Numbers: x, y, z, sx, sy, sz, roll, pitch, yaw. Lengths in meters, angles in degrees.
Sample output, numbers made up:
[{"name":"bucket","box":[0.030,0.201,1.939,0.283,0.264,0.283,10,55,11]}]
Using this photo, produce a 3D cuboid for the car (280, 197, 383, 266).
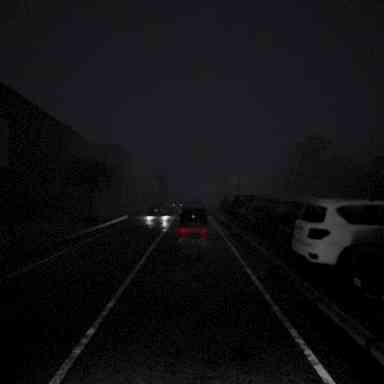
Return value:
[{"name":"car","box":[5.638,1.223,9.240,5.566,2.045,2.435,0,0,0]}]

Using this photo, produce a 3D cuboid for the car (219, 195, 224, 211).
[{"name":"car","box":[5.626,1.288,34.469,5.566,2.045,2.435,0,0,0]}]

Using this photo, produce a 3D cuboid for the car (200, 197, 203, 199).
[{"name":"car","box":[0.101,1.635,41.746,1.837,1.490,4.892,0,-1,0]}]

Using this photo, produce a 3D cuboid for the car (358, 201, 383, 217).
[{"name":"car","box":[18.678,1.564,31.668,4.674,1.452,2.002,0,0,0]}]

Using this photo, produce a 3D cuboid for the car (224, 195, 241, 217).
[{"name":"car","box":[5.623,1.251,26.059,5.566,2.045,2.435,0,0,0]}]

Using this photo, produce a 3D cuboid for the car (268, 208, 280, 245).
[{"name":"car","box":[5.601,1.478,12.043,5.008,1.535,2.097,0,0,0]}]

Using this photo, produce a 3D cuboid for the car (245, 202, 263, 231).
[{"name":"car","box":[5.594,1.488,17.649,4.892,1.521,2.231,0,0,0]}]

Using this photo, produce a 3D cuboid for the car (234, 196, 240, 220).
[{"name":"car","box":[5.564,1.369,23.258,4.553,1.767,2.185,0,0,0]}]

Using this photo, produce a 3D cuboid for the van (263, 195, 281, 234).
[{"name":"van","box":[5.719,1.257,14.847,4.442,1.987,1.878,0,0,0]}]

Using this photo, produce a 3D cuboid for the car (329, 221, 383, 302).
[{"name":"car","box":[5.609,1.471,6.432,4.892,1.521,2.231,0,0,0]}]

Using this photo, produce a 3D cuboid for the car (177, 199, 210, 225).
[{"name":"car","box":[0.100,1.510,24.704,1.882,1.535,5.008,0,0,0]}]

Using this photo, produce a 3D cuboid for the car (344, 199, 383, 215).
[{"name":"car","box":[18.682,1.539,34.455,5.008,1.535,2.097,0,0,0]}]

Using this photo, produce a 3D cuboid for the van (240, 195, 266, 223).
[{"name":"van","box":[5.481,1.265,20.454,4.442,1.987,1.878,0,0,0]}]

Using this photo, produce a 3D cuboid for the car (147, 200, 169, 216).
[{"name":"car","box":[-3.344,1.561,33.603,1.837,1.490,4.892,0,0,0]}]

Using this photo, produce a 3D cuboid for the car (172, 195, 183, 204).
[{"name":"car","box":[-3.248,1.697,75.317,2.150,2.045,5.566,0,-1,0]}]
